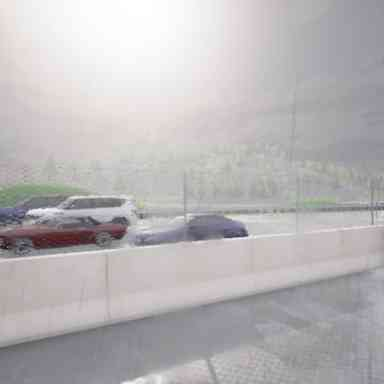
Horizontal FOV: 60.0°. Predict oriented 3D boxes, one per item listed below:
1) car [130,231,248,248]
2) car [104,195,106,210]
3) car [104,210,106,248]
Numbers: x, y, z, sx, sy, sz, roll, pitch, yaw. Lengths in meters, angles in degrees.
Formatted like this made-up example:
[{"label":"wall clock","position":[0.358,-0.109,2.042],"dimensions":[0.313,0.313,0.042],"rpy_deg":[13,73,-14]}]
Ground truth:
[{"label":"car","position":[-0.003,1.503,12.285],"dimensions":[4.674,1.442,1.812],"rpy_deg":[0,0,-33]},{"label":"car","position":[-5.530,1.183,17.045],"dimensions":[5.566,2.045,2.150],"rpy_deg":[0,0,-33]},{"label":"car","position":[-5.083,1.569,13.124],"dimensions":[4.718,1.301,1.895],"rpy_deg":[0,0,-34]}]
